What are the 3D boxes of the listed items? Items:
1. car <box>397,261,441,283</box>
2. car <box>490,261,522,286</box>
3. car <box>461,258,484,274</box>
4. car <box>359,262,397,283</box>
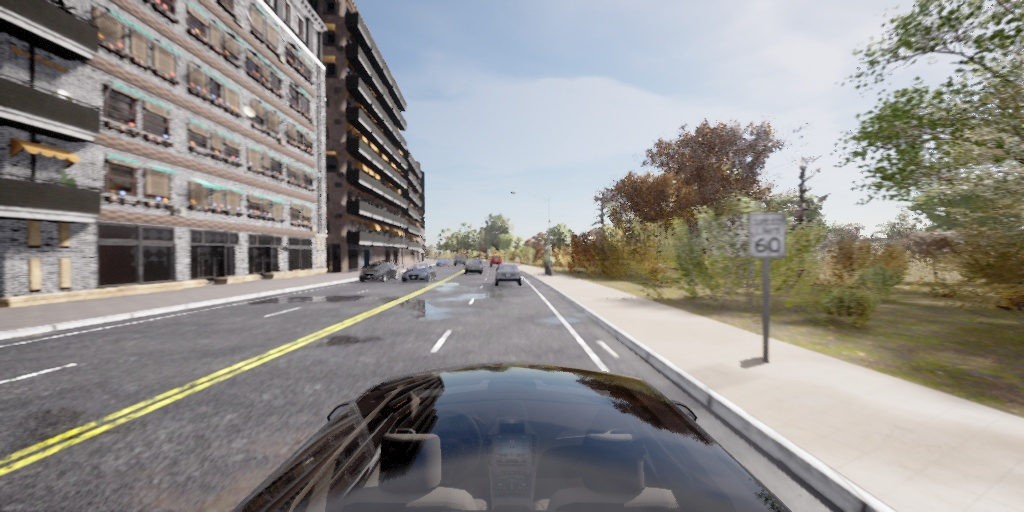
[{"bbox_3d":[-7.029,1.304,27.431,1.994,1.385,4.181,0,0,-2],"label":"car"},{"bbox_3d":[-0.304,1.270,25.343,2.033,1.411,5.357,0,0,-2],"label":"car"},{"bbox_3d":[-4.264,1.278,40.470,1.994,1.385,4.181,0,0,-3],"label":"car"},{"bbox_3d":[-10.294,1.253,28.011,1.837,1.490,4.892,0,0,-2],"label":"car"}]
